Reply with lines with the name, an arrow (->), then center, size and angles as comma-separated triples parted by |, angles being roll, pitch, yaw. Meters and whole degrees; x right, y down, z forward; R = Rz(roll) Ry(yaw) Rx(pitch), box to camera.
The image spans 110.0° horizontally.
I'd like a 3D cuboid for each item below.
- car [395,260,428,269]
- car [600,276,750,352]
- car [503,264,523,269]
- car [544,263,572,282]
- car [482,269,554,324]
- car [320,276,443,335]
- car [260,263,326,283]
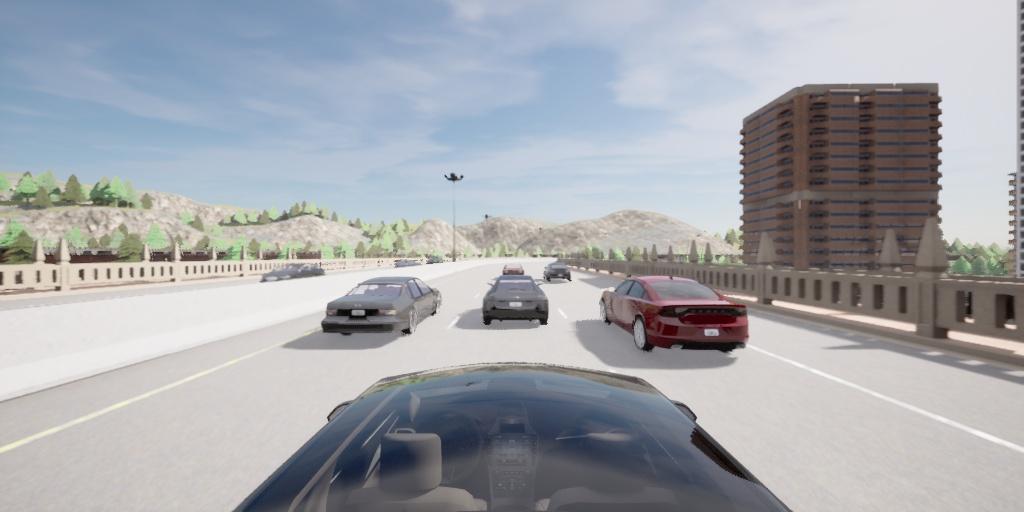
car -> -10.563, 1.234, 36.803 | 2.128, 1.511, 4.902 | 0, 0, 0
car -> 3.603, 1.226, 8.942 | 1.882, 1.535, 5.008 | 0, 0, 0
car -> 0.113, 1.344, 31.826 | 1.895, 1.301, 4.718 | 0, 0, 0
car -> 3.612, 1.269, 29.037 | 1.812, 1.442, 4.674 | 0, 0, 0
car -> 0.105, 1.312, 11.974 | 1.994, 1.385, 4.181 | 0, 0, 0
car -> -3.396, 1.296, 10.430 | 2.033, 1.411, 5.357 | 0, 0, 0
car -> -14.084, 1.237, 23.382 | 2.128, 1.511, 4.902 | 0, 0, 0
